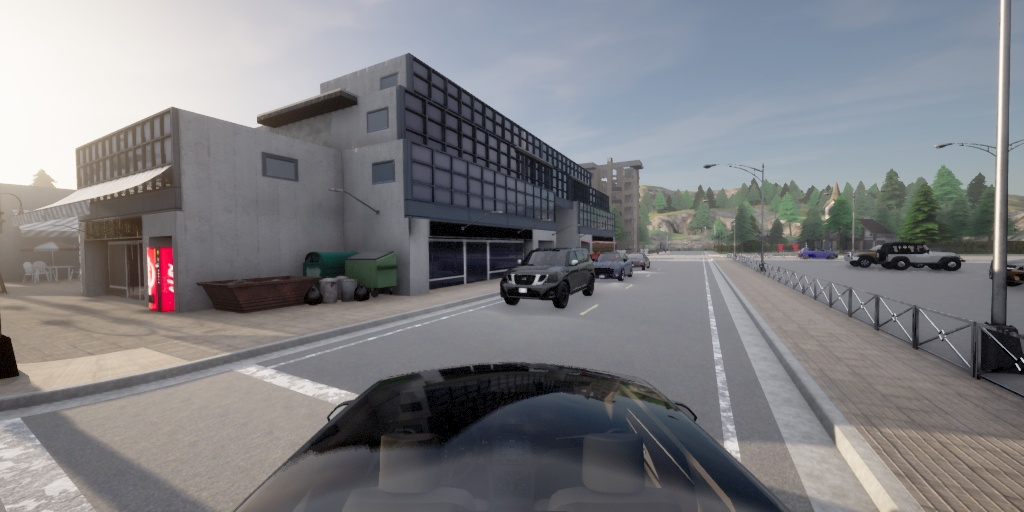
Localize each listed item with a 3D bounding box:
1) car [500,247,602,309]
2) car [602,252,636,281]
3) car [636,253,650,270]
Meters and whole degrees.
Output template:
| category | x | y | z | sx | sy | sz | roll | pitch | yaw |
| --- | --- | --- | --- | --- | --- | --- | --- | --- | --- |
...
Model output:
| category | x | y | z | sx | sy | sz | roll | pitch | yaw |
| --- | --- | --- | --- | --- | --- | --- | --- | --- | --- |
| car | 1.635 | 0.683 | 13.971 | 2.150 | 2.045 | 5.566 | 0 | 1 | 28 |
| car | 6.234 | 0.544 | 22.666 | 2.097 | 1.767 | 4.553 | 0 | 2 | 28 |
| car | 11.022 | 0.438 | 31.708 | 1.812 | 1.442 | 4.674 | 0 | 2 | 28 |
